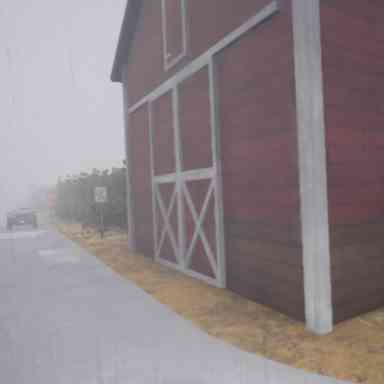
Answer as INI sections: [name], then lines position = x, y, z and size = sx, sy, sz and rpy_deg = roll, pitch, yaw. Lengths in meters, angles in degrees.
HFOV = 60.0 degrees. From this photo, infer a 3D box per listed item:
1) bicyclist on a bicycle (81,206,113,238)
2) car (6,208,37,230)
[bicyclist on a bicycle]
position = -4.890, 1.540, 17.164
size = 1.656, 1.620, 0.582
rpy_deg = -3, 1, -29
[car]
position = -12.734, 1.893, 24.889
size = 1.812, 1.442, 4.674
rpy_deg = -2, 1, -29
